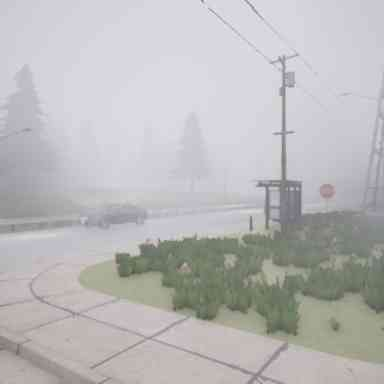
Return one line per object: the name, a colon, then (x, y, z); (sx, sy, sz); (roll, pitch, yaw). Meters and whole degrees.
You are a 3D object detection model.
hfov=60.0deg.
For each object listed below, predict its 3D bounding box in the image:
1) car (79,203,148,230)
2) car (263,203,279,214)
car: (-4.944, 1.490, 21.432); (2.128, 1.511, 4.902); (0, 0, 36)
car: (9.298, 1.349, 35.105); (2.097, 1.767, 4.553); (0, 0, 36)
